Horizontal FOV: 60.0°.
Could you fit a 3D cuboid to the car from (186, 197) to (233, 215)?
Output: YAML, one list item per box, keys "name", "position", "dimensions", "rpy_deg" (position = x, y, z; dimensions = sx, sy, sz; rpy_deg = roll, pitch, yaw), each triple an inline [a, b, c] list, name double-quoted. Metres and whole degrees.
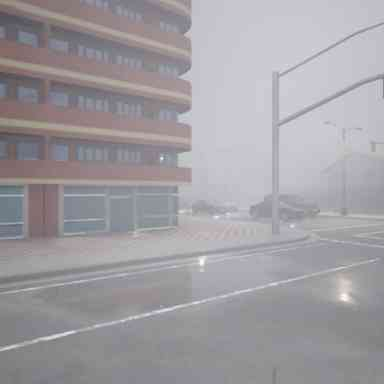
- name: "car"
  position: [1.719, 1.526, 34.469]
  dimensions: [1.812, 1.442, 4.674]
  rpy_deg: [0, 0, -35]

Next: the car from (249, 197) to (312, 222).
- name: "car"
  position: [6.841, 1.478, 26.991]
  dimensions: [1.882, 1.535, 5.008]
  rpy_deg: [0, 0, -34]

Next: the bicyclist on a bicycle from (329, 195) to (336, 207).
- name: "bicyclist on a bicycle"
  position: [19.330, 1.301, 45.873]
  dimensions: [1.656, 1.620, 0.582]
  rpy_deg: [0, 0, -35]

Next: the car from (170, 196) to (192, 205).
- name: "car"
  position: [-2.086, 1.526, 60.526]
  dimensions: [1.812, 1.442, 4.674]
  rpy_deg: [0, 0, -34]

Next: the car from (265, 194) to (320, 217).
- name: "car"
  position: [8.827, 1.221, 30.320]
  dimensions: [2.150, 2.045, 5.566]
  rpy_deg: [0, 0, -34]

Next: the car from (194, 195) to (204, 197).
- name: "car"
  position: [0.766, 1.352, 62.472]
  dimensions: [2.097, 1.767, 4.553]
  rpy_deg: [0, 0, -35]

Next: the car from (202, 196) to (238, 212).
- name: "car"
  position: [3.290, 1.526, 38.367]
  dimensions: [1.812, 1.442, 4.674]
  rpy_deg: [0, 0, -35]

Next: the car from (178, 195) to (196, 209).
- name: "car"
  position: [-1.953, 1.505, 45.972]
  dimensions: [1.837, 1.490, 4.892]
  rpy_deg: [0, 0, -34]
